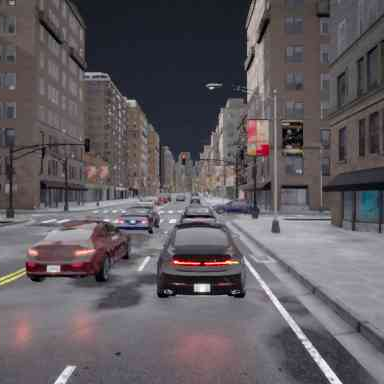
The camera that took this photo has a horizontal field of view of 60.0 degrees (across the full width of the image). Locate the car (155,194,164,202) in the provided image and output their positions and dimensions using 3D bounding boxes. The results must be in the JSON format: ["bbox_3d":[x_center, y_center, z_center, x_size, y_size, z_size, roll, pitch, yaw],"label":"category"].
[{"bbox_3d":[-6.124,1.497,54.145,1.812,1.442,4.674,0,0,1],"label":"car"}]

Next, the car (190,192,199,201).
[{"bbox_3d":[0.708,1.159,85.701,2.150,2.045,5.566,0,0,0],"label":"car"}]

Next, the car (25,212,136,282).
[{"bbox_3d":[-3.026,1.526,9.636,1.812,1.442,4.674,0,0,1],"label":"car"}]

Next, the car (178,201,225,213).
[{"bbox_3d":[0.291,1.490,17.896,2.128,1.511,4.902,0,0,-1],"label":"car"}]

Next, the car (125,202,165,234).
[{"bbox_3d":[-2.958,1.545,19.203,2.033,1.411,5.357,0,0,0],"label":"car"}]

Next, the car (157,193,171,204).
[{"bbox_3d":[-5.996,1.181,64.806,2.150,2.045,5.566,0,0,1],"label":"car"}]

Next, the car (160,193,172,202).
[{"bbox_3d":[-5.871,1.169,75.499,2.150,2.045,5.566,0,0,0],"label":"car"}]

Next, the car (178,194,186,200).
[{"bbox_3d":[-2.542,1.244,85.699,1.882,1.535,5.008,0,0,0],"label":"car"}]

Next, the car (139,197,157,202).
[{"bbox_3d":[-6.211,1.581,44.134,1.895,1.301,4.718,0,0,0],"label":"car"}]

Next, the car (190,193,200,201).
[{"bbox_3d":[0.625,1.488,62.816,1.812,1.442,4.674,0,0,1],"label":"car"}]

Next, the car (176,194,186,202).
[{"bbox_3d":[-2.620,1.492,75.696,1.994,1.385,4.181,0,0,0],"label":"car"}]

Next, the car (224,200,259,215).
[{"bbox_3d":[4.302,1.568,33.207,4.674,1.442,1.812,0,0,0],"label":"car"}]

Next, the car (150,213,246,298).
[{"bbox_3d":[0.205,1.506,8.500,1.837,1.490,4.892,0,0,0],"label":"car"}]
